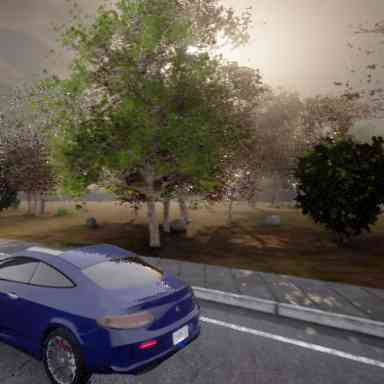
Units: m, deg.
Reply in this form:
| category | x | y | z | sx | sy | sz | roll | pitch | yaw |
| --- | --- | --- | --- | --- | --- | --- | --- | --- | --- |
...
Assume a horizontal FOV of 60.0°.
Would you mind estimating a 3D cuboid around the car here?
| category | x | y | z | sx | sy | sz | roll | pitch | yaw |
| --- | --- | --- | --- | --- | --- | --- | --- | --- | --- |
| car | -2.064 | 1.509 | 5.171 | 4.674 | 1.442 | 1.812 | 0 | 0 | 33 |
